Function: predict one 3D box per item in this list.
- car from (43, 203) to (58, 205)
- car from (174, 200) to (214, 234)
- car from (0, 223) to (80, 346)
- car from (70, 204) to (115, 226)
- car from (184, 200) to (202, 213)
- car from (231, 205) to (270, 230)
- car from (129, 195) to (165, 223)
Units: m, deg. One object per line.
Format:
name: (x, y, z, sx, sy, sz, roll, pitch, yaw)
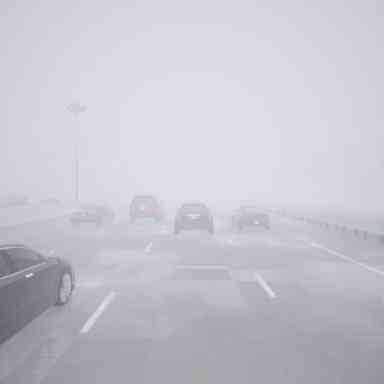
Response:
car: (-17.582, 1.506, 40.961, 1.837, 1.490, 4.892, 0, 0, 0)
car: (0.102, 1.353, 19.507, 2.097, 1.767, 4.553, 0, 0, 0)
car: (-3.398, 1.505, 5.122, 1.837, 1.490, 4.892, 0, 0, 0)
car: (-6.896, 1.548, 23.582, 2.033, 1.411, 5.357, 0, 0, 0)
car: (0.100, 1.603, 38.568, 1.895, 1.301, 4.718, 0, 0, 0)
car: (3.602, 1.527, 20.873, 1.812, 1.442, 4.674, 0, 0, 0)
car: (-3.396, 1.223, 25.690, 2.150, 2.045, 5.566, 0, 0, 0)
